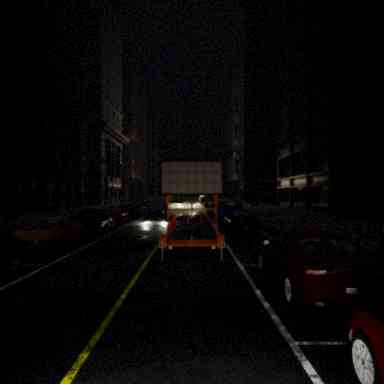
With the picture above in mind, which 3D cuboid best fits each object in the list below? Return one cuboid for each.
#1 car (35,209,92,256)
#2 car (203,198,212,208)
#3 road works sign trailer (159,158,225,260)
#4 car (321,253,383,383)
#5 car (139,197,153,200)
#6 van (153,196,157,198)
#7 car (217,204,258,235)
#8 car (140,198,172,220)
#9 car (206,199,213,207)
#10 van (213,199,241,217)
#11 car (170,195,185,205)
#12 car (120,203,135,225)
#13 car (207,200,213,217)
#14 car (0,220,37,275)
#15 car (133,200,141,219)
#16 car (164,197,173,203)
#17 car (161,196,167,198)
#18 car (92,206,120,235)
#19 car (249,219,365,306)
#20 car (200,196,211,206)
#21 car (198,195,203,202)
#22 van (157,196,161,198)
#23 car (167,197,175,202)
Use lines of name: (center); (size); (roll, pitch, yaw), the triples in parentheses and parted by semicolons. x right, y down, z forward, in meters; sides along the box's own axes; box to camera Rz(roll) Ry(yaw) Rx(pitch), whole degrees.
car: (-5.761, 1.587, 13.420); (1.752, 1.417, 4.829); (0, 0, 0)
car: (2.769, 1.754, 41.787); (2.008, 1.369, 4.403); (0, 0, 0)
road works sign trailer: (0.003, 0.521, 12.633); (2.380, 3.560, 2.880); (0, 0, 0)
car: (2.762, 1.555, 2.334); (1.887, 1.381, 4.507); (0, 0, 0)
car: (-5.757, 1.614, 36.137); (1.967, 1.590, 4.097); (0, 0, 0)
van: (-5.757, 1.545, 41.774); (1.690, 1.788, 3.998); (0, 0, 0)
car: (2.765, 1.639, 19.242); (2.008, 1.369, 4.403); (0, 0, 0)
car: (-3.092, 1.618, 29.842); (1.882, 1.535, 5.008); (0, 0, 0)
car: (2.768, 1.755, 36.151); (1.802, 1.307, 4.206); (0, 0, 0)
van: (2.766, 1.457, 24.879); (1.690, 1.788, 3.998); (0, 0, 0)
car: (-2.987, 1.587, 70.098); (2.150, 2.045, 5.566); (0, 0, 0)
car: (-5.759, 1.698, 24.863); (1.802, 1.307, 4.206); (0, 0, 0)
car: (2.767, 1.695, 30.515); (2.008, 1.369, 4.403); (0, 0, 0)
car: (-5.762, 1.602, 7.954); (1.947, 1.339, 4.313); (0, 0, 0)
car: (-5.758, 1.710, 30.500); (1.947, 1.339, 4.313); (0, 0, 0)
car: (-5.749, 1.974, 81.228); (1.887, 1.381, 4.507); (0, 0, 0)
car: (-5.754, 1.612, 58.683); (2.192, 1.841, 5.009); (0, 0, 0)
car: (-5.760, 1.655, 19.226); (1.947, 1.339, 4.313); (0, 0, 0)
car: (2.763, 1.580, 7.970); (1.887, 1.381, 4.507); (0, 0, 0)
car: (2.771, 1.809, 53.059); (1.887, 1.381, 4.507); (0, 0, 0)
car: (2.772, 1.643, 64.333); (2.192, 1.841, 5.009); (0, 0, 0)
van: (-5.756, 1.575, 47.410); (1.690, 1.788, 3.998); (0, 0, 0)
car: (-5.747, 2.066, 92.501); (1.947, 1.339, 4.313); (0, 0, 0)
